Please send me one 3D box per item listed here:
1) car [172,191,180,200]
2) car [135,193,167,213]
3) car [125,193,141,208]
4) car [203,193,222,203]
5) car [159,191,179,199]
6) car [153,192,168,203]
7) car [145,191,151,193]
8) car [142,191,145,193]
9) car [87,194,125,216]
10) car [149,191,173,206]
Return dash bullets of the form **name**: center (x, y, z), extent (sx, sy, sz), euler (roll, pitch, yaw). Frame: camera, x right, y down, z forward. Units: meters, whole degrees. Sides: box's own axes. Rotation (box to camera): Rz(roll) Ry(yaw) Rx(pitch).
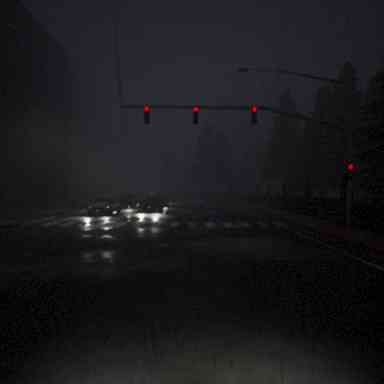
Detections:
- **car**: center (-3.777, 0.746, 57.604), extent (1.895, 1.301, 4.718), euler (0, 1, -24)
- **car**: center (-3.631, 1.107, 30.143), extent (1.994, 1.385, 4.181), euler (0, 1, 0)
- **car**: center (-7.209, 0.918, 36.661), extent (1.882, 1.535, 5.008), euler (0, 1, -1)
- **car**: center (2.870, 0.857, 47.371), extent (2.033, 1.411, 5.357), euler (0, 1, -8)
- **car**: center (-4.625, 0.540, 66.499), extent (1.812, 1.442, 4.674), euler (0, 1, -37)
- **car**: center (-4.737, 0.787, 49.447), extent (1.812, 1.442, 4.674), euler (0, 1, -11)
- **car**: center (-8.986, 0.551, 66.495), extent (2.033, 1.411, 5.357), euler (-1, 1, -41)
- **car**: center (-7.876, 0.817, 46.857), extent (1.812, 1.442, 4.674), euler (0, 1, -9)
- **car**: center (-7.128, 1.100, 27.403), extent (1.812, 1.442, 4.674), euler (0, 1, 0)
- **car**: center (-3.688, 0.958, 39.326), extent (2.033, 1.411, 5.357), euler (0, 1, -1)
